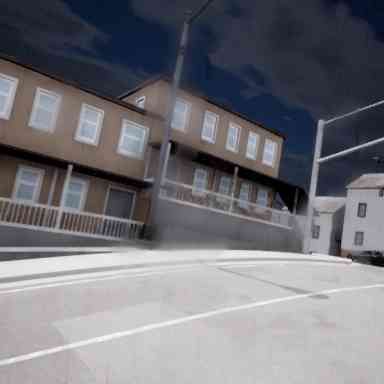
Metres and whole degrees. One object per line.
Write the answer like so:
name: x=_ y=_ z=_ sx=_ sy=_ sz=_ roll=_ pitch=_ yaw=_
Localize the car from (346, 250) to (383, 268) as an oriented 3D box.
car: x=14.448 y=5.255 z=25.532 sx=1.837 sy=1.490 sz=4.892 roll=15 pitch=-15 yaw=-36
